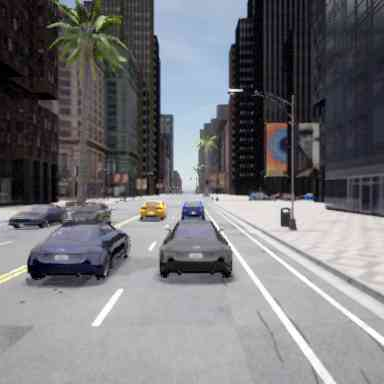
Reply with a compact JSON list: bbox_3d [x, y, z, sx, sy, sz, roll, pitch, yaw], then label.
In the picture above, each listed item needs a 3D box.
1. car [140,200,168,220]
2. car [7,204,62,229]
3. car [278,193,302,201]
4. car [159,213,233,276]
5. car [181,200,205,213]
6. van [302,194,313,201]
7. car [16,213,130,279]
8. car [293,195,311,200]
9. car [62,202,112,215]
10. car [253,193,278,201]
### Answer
[{"bbox_3d":[-3.153,1.443,28.089,1.882,1.535,5.008,0,0,0],"label":"car"},{"bbox_3d":[-9.846,1.520,21.875,2.033,1.411,5.357,0,0,0],"label":"car"},{"bbox_3d":[22.740,1.493,77.431,4.206,1.307,1.802,0,0,0],"label":"car"},{"bbox_3d":[0.099,1.550,10.271,1.994,1.385,4.181,0,0,0],"label":"car"},{"bbox_3d":[0.097,1.443,28.112,1.882,1.535,5.008,0,0,0],"label":"car"},{"bbox_3d":[28.418,1.249,77.433,3.998,1.788,1.690,0,0,0],"label":"van"},{"bbox_3d":[-3.152,1.551,10.031,1.994,1.385,4.181,0,0,0],"label":"car"},{"bbox_3d":[28.412,1.457,85.959,4.206,1.307,1.802,0,0,0],"label":"car"},{"bbox_3d":[-6.594,1.477,21.997,1.837,1.490,4.892,0,0,0],"label":"car"},{"bbox_3d":[17.062,1.466,77.429,4.403,1.369,2.008,0,0,0],"label":"car"}]
